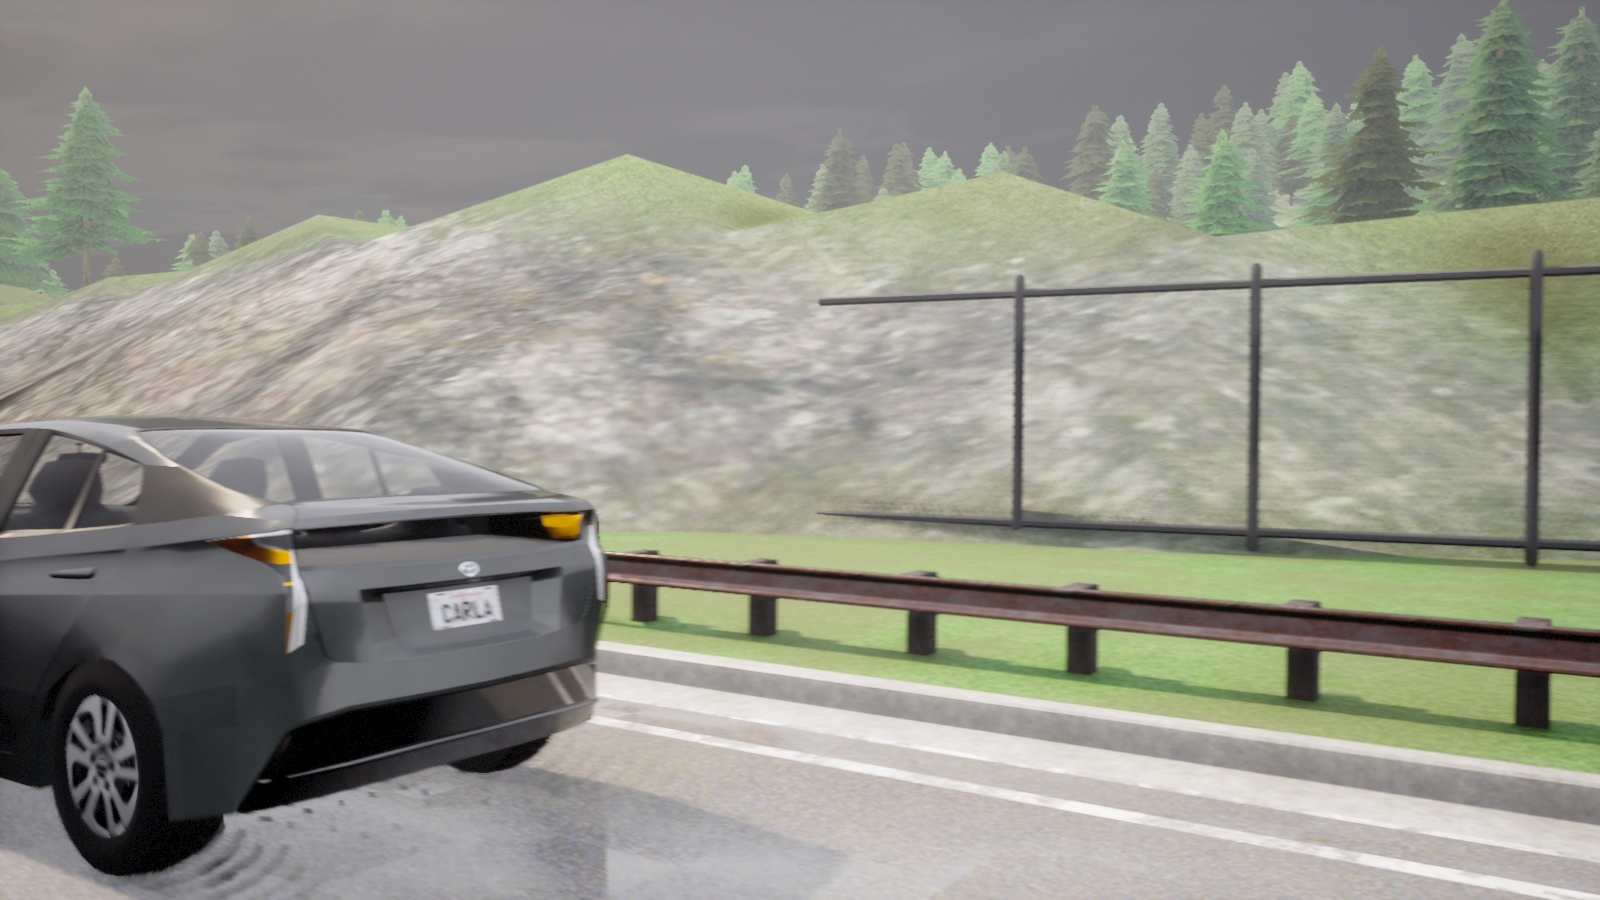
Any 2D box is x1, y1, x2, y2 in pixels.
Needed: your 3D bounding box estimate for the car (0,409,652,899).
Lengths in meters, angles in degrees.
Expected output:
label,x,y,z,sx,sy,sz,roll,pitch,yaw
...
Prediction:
label,x,y,z,sx,sy,sz,roll,pitch,yaw
car,-3.062,0.628,5.666,4.514,1.525,2.007,0,1,34
